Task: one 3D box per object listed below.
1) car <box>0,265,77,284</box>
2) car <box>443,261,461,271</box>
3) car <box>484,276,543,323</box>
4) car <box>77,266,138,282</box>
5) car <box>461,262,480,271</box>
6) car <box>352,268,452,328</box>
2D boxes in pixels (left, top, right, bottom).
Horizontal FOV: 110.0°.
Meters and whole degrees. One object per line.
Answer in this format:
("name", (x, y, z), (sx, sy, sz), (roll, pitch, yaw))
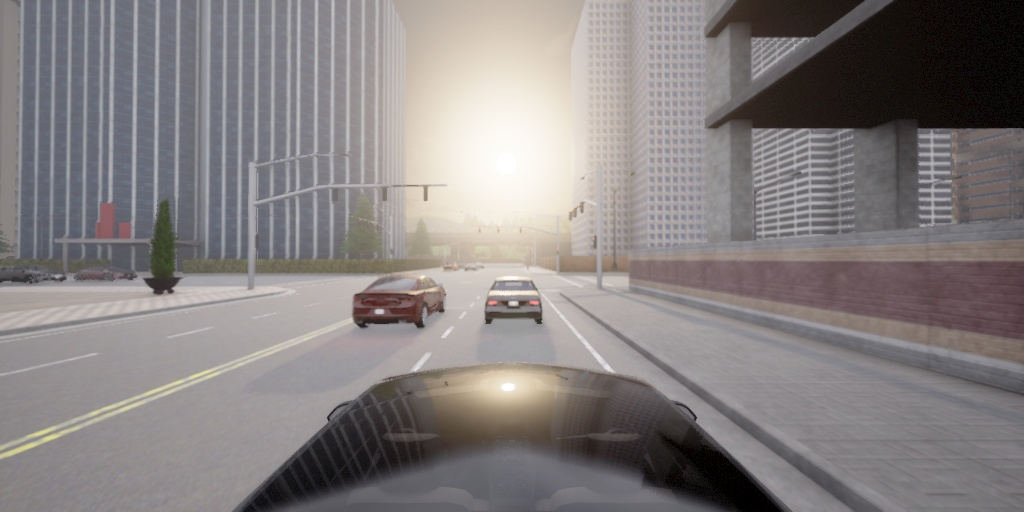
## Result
("car", (-39.724, 1.521, 29.439), (4.902, 1.511, 2.128), (0, -1, 0))
("car", (-10.556, 1.713, 61.776), (2.097, 1.767, 4.553), (0, -1, 1))
("car", (0.060, 1.409, 12.618), (2.033, 1.411, 5.357), (0, -1, 0))
("car", (-37.216, 1.630, 32.956), (4.181, 1.385, 1.994), (0, -1, 0))
("car", (-7.056, 1.887, 61.765), (1.812, 1.442, 4.674), (0, -1, 1))
("car", (-3.445, 1.331, 11.855), (1.882, 1.535, 5.008), (0, -1, 0))
